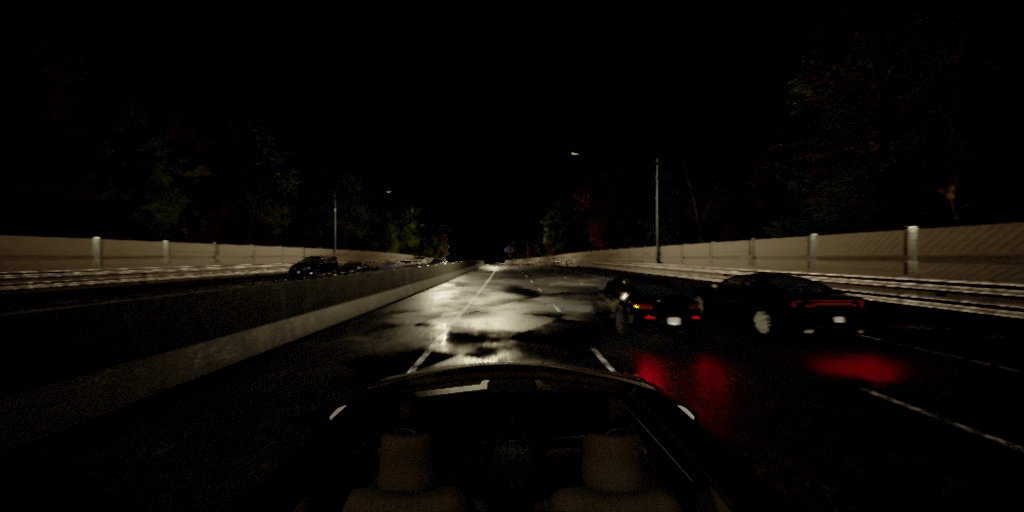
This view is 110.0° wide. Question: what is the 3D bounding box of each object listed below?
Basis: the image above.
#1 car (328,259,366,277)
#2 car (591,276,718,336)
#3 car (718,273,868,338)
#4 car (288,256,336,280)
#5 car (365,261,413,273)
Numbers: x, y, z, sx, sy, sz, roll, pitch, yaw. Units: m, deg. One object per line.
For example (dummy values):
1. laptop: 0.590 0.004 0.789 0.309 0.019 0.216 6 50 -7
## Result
1. car: -14.331 1.305 32.570 1.837 1.490 4.892 0 -1 -1
2. car: 3.592 1.280 10.257 1.812 1.442 4.674 0 0 0
3. car: 7.079 1.228 10.242 1.882 1.535 5.008 0 0 0
4. car: -17.831 1.027 32.666 2.150 2.045 5.566 0 0 -1
5. car: -10.824 1.342 32.057 2.033 1.411 5.357 0 0 -1
